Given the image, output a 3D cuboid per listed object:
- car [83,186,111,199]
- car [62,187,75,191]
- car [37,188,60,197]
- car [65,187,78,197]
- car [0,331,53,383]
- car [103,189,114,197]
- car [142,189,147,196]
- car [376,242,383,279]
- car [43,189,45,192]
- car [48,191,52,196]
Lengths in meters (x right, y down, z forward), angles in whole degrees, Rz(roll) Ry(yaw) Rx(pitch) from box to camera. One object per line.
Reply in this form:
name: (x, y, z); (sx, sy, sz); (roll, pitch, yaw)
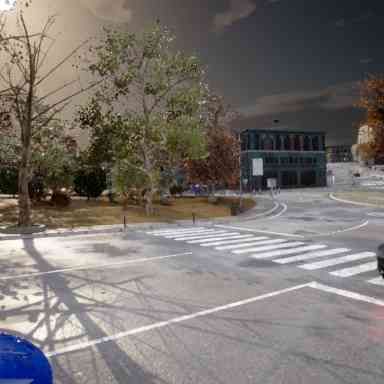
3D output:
car: (-18.280, 0.053, 64.423); (2.435, 2.045, 5.566); (-2, 2, 17)
car: (-25.392, 0.061, 69.763); (2.435, 2.045, 5.566); (0, 2, 17)
car: (-32.434, 0.101, 75.250); (2.185, 1.767, 4.553); (0, 2, 18)
car: (-23.024, 0.350, 67.963); (2.163, 1.488, 4.792); (-1, 2, 17)
car: (-3.249, 1.478, 1.417); (5.008, 1.535, 1.882); (0, 0, -36)
car: (-13.518, 0.124, 60.817); (2.185, 1.767, 4.553); (-2, 2, 16)
car: (-8.722, -0.083, 57.303); (2.435, 2.045, 5.566); (-1, 2, 16)
car: (6.562, 1.472, 8.411); (4.892, 1.490, 1.837); (0, 0, -35)
car: (-30.077, 0.261, 73.450); (2.097, 1.535, 5.008); (0, 2, 18)
car: (-27.743, 0.293, 71.614); (2.231, 1.521, 4.892); (-1, 2, 18)
